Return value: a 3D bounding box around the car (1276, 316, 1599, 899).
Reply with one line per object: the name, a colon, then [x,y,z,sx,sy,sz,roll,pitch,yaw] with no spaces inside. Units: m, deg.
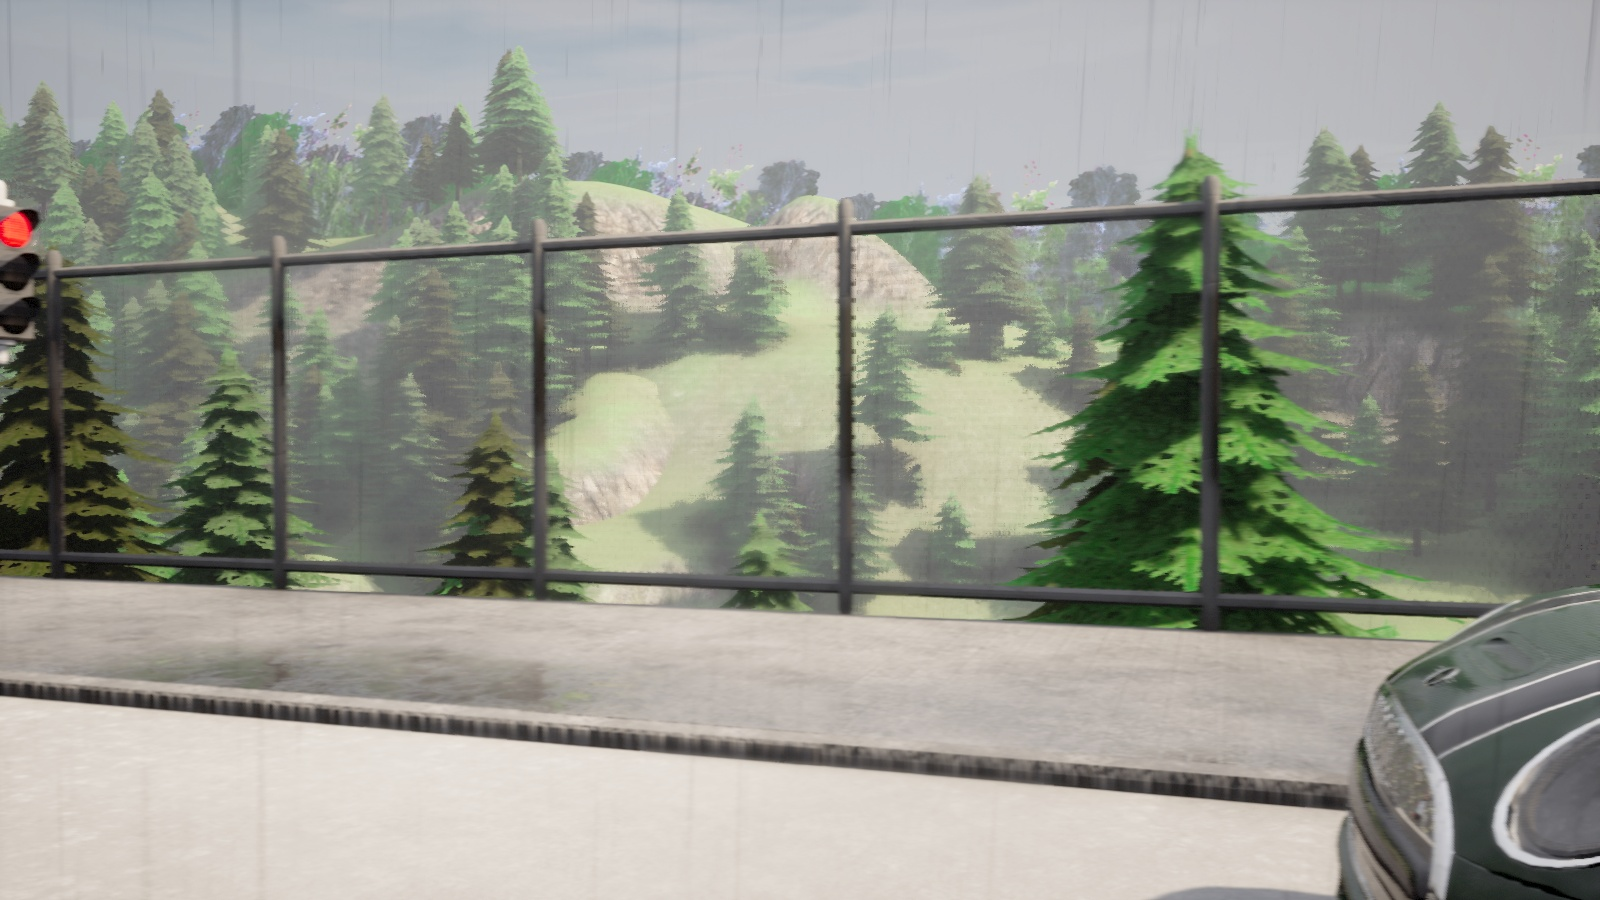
car: [3.452,0.657,2.555,4.553,1.767,2.097,1,1,19]
